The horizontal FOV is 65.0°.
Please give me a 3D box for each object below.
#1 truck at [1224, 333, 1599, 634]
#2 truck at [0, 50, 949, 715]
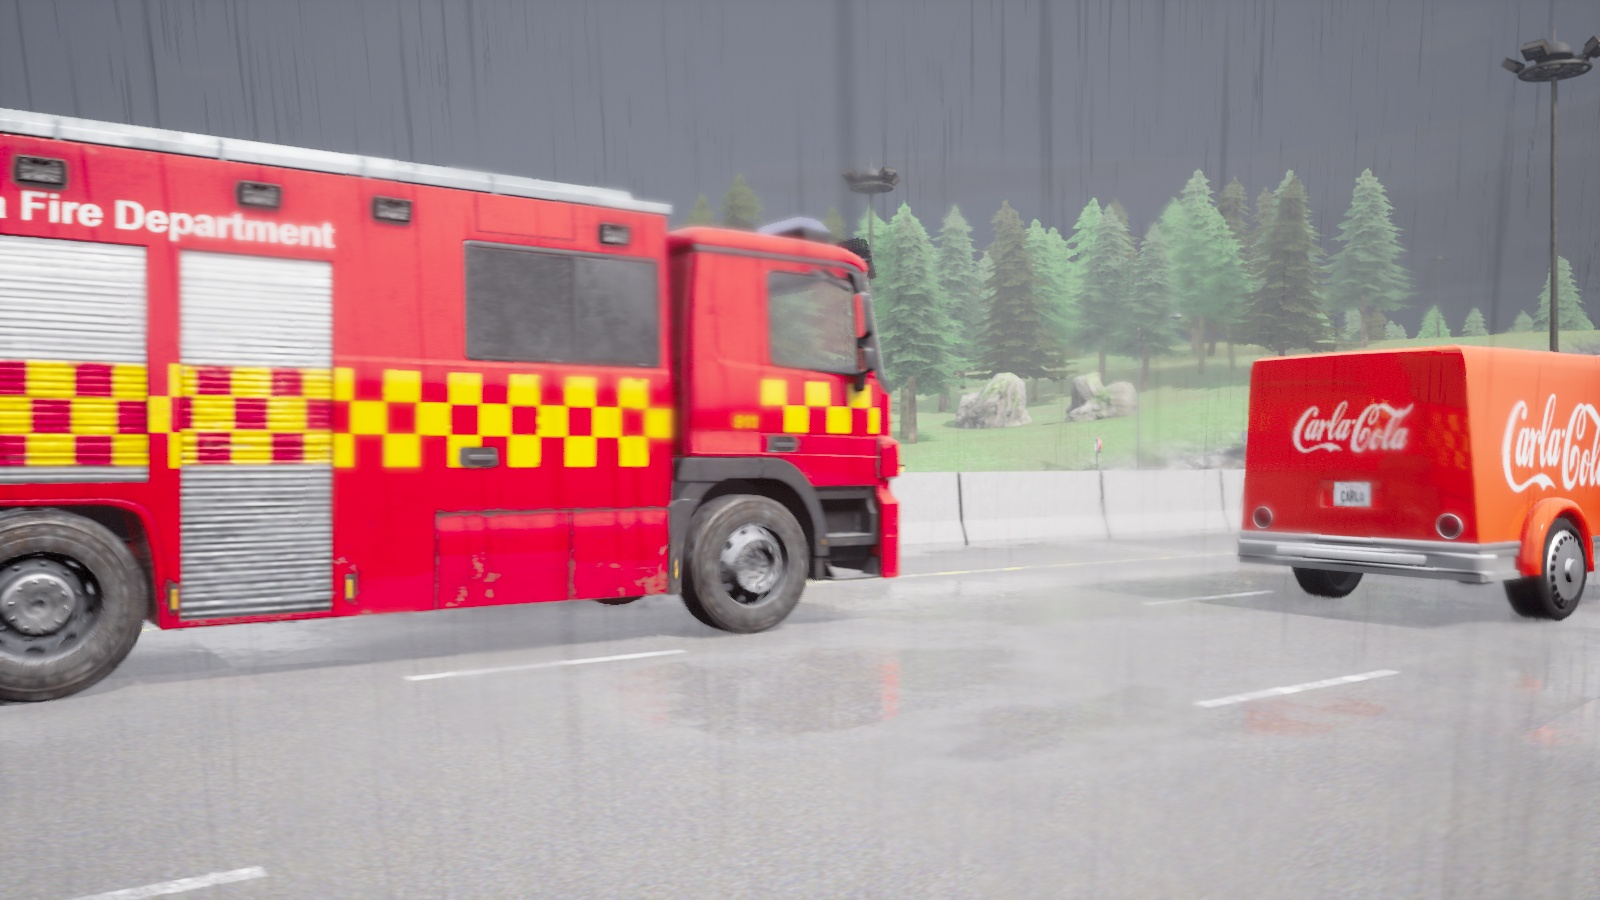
[{"bbox_3d":[7.095,0.275,12.863,5.204,2.467,2.627,0,0,-35],"label":"truck"},{"bbox_3d":[-2.956,-0.389,10.134,8.468,3.827,2.891,0,0,-35],"label":"truck"}]
